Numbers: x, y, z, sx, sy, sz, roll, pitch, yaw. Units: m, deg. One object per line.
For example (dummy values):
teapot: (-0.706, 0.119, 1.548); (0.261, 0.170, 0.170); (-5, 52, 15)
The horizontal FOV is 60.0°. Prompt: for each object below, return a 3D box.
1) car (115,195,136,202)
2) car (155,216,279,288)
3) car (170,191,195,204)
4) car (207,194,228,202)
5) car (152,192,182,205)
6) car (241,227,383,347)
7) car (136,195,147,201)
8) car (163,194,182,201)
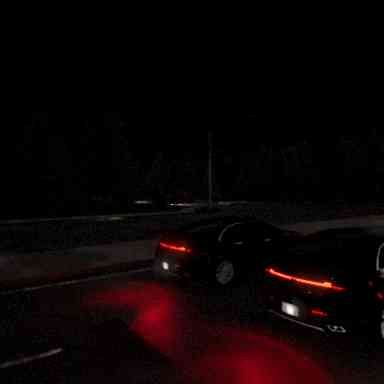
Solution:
car: (-13.291, 1.242, 65.222); (1.895, 1.301, 4.718); (-1, 1, -35)
car: (1.376, 1.421, 9.076); (4.892, 1.490, 1.837); (-1, 1, -35)
car: (-1.826, 0.819, 54.835); (2.150, 2.045, 5.566); (-1, 0, -35)
car: (4.392, 1.030, 58.194); (1.812, 1.442, 4.674); (-1, 1, -35)
car: (-4.334, 1.192, 52.311); (2.033, 1.411, 5.357); (-1, 1, -35)
car: (3.407, 1.421, 6.226); (4.892, 1.490, 1.837); (-1, 1, -35)
car: (-11.105, 1.192, 68.227); (1.895, 1.301, 4.718); (-1, 1, -35)
car: (-4.153, 1.054, 70.502); (1.994, 1.385, 4.181); (-1, 1, -35)
